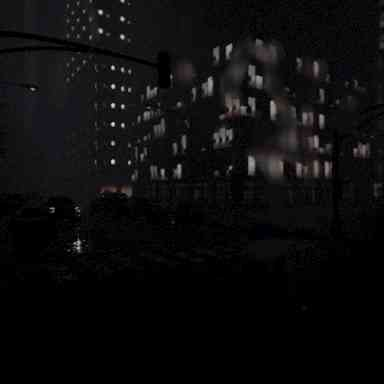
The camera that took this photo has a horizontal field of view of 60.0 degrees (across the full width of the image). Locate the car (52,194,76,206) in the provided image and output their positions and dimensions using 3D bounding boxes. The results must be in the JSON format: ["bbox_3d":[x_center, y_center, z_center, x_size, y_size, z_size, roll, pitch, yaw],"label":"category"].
[{"bbox_3d":[-16.720,1.033,43.226,1.947,1.339,4.313,1,0,-34],"label":"car"}]

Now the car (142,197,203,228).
[{"bbox_3d":[-1.118,1.239,20.415,1.967,1.590,4.097,1,0,-34],"label":"car"}]

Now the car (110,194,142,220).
[{"bbox_3d":[-4.238,1.172,24.977,1.967,1.590,4.097,1,0,-34],"label":"car"}]

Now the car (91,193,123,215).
[{"bbox_3d":[-7.356,0.981,29.539,2.192,1.841,5.009,1,0,-34],"label":"car"}]

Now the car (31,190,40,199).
[{"bbox_3d":[-26.080,0.848,56.913,1.802,1.307,4.206,1,0,-34],"label":"car"}]

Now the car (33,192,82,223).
[{"bbox_3d":[-8.937,1.081,22.240,2.097,1.767,4.553,0,1,-34],"label":"car"}]

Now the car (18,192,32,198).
[{"bbox_3d":[-35.439,0.615,70.599,2.008,1.369,4.403,1,0,-34],"label":"car"}]

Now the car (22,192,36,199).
[{"bbox_3d":[-32.319,0.677,66.037,1.887,1.381,4.507,1,0,-34],"label":"car"}]

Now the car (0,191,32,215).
[{"bbox_3d":[-13.852,0.984,25.078,2.192,1.841,5.009,1,0,-34],"label":"car"}]

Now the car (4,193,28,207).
[{"bbox_3d":[-21.981,0.943,41.402,2.128,1.511,4.902,0,1,-34],"label":"car"}]

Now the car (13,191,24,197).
[{"bbox_3d":[-41.775,0.453,79.864,1.752,1.417,4.829,1,0,-34],"label":"car"}]

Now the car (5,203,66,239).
[{"bbox_3d":[-7.617,1.384,15.955,1.802,1.307,4.206,1,0,-34],"label":"car"}]
